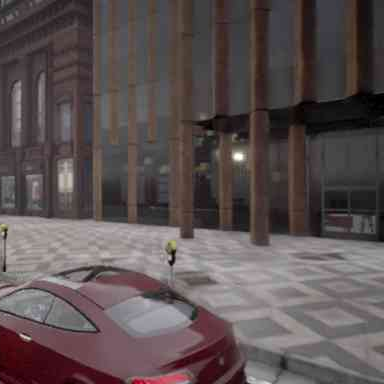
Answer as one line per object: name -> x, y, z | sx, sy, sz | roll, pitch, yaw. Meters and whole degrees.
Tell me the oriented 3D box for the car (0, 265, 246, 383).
car -> -1.398, 1.589, 4.077 | 4.206, 1.307, 1.802 | 0, 0, 35
